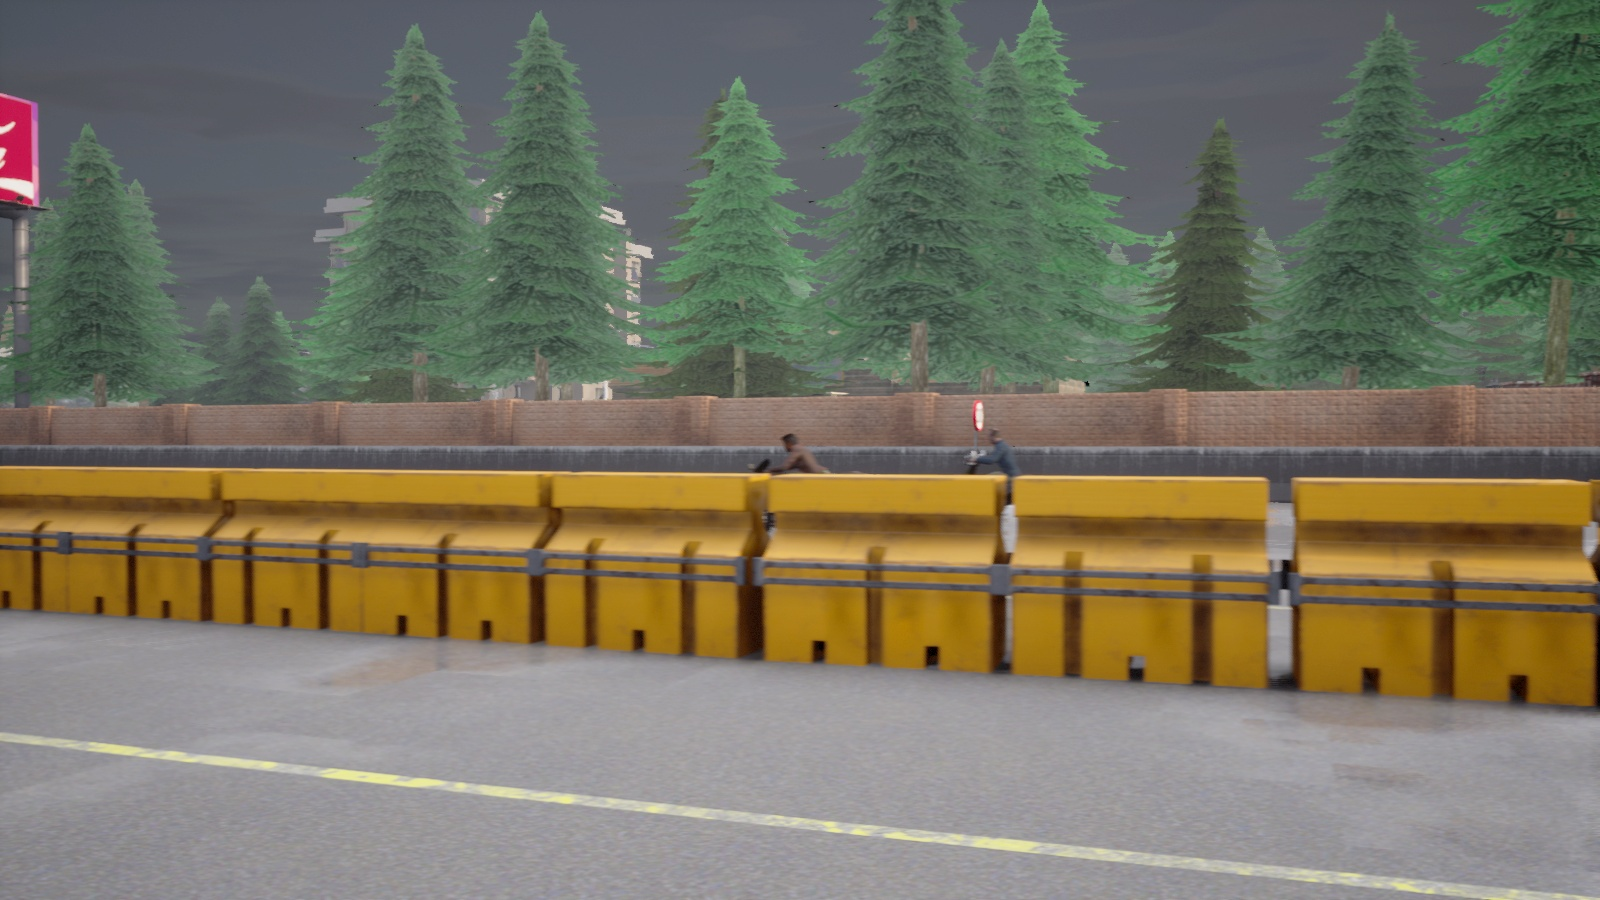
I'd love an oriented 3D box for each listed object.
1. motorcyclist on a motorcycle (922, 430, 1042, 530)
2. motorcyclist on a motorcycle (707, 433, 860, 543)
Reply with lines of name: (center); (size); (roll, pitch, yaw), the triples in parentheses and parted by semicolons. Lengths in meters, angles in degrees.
motorcyclist on a motorcycle: (3.005, 0.462, 20.677); (1.817, 1.590, 0.866); (0, 1, 20)
motorcyclist on a motorcycle: (-0.239, 0.518, 18.115); (2.044, 1.523, 0.797); (0, 0, 20)
